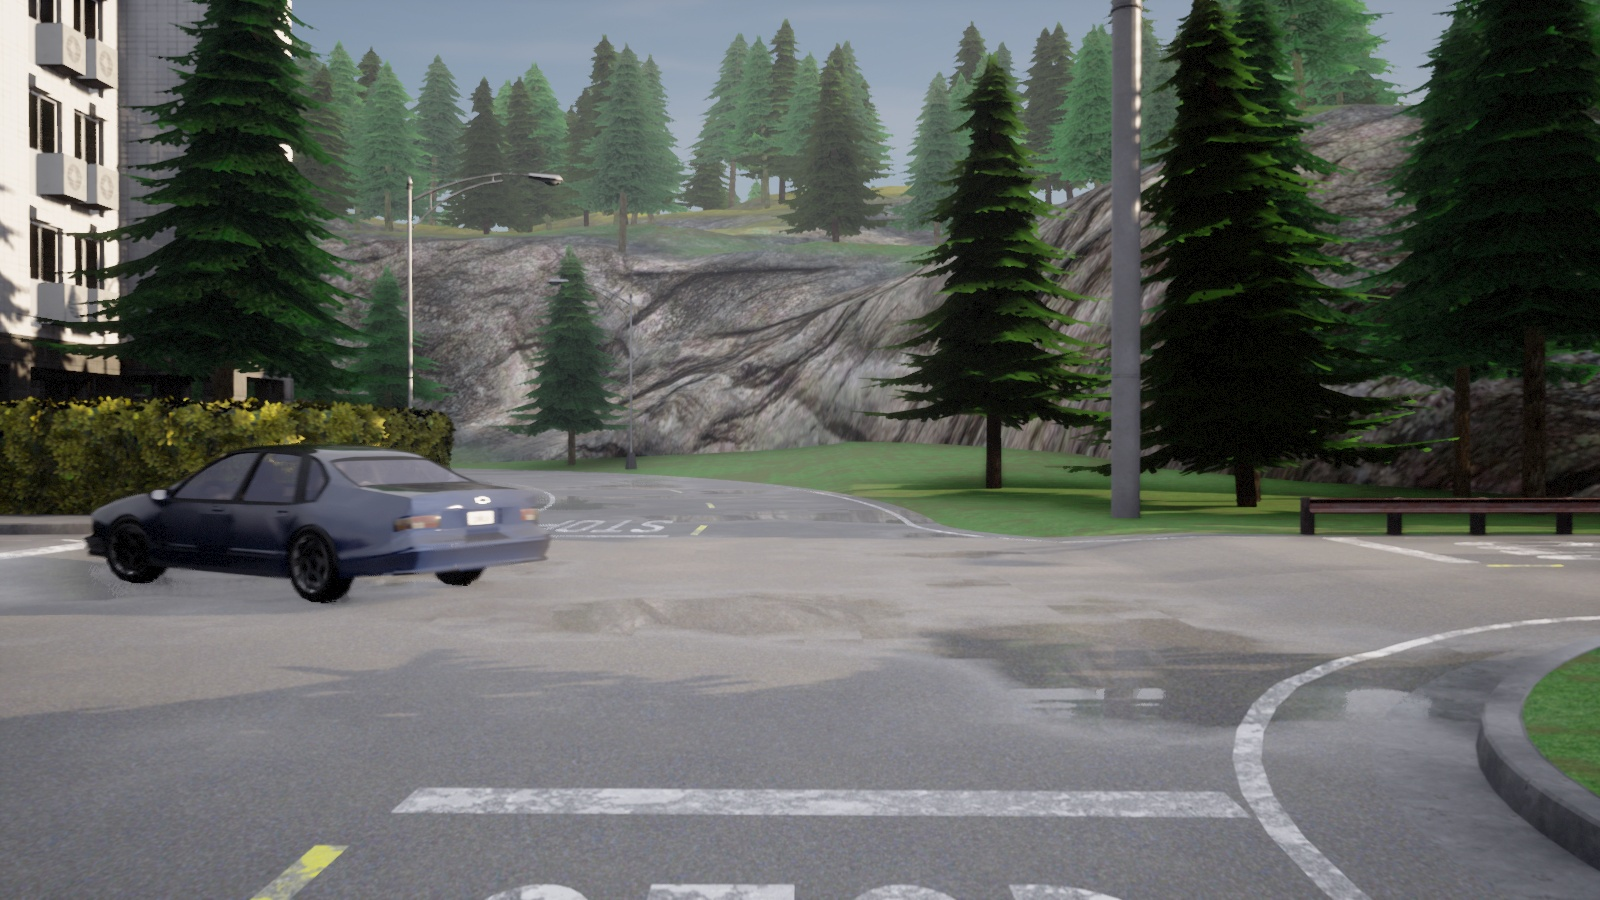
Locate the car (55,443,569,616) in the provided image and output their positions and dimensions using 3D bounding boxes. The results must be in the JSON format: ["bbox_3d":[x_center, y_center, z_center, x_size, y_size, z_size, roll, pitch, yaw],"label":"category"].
[{"bbox_3d":[-4.997,0.640,12.547,5.357,1.411,2.033,0,1,33],"label":"car"}]
